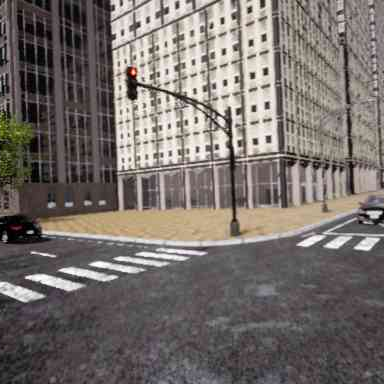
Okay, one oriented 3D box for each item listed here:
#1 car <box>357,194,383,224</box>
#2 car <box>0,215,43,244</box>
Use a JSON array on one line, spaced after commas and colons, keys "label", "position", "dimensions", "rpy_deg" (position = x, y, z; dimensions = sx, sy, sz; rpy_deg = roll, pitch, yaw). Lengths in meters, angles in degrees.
[{"label": "car", "position": [10.682, 0.893, 18.777], "dimensions": [2.128, 1.511, 4.902], "rpy_deg": [-3, 0, 38]}, {"label": "car", "position": [-10.377, 2.085, 19.367], "dimensions": [4.674, 1.442, 1.812], "rpy_deg": [-3, -1, 42]}]
